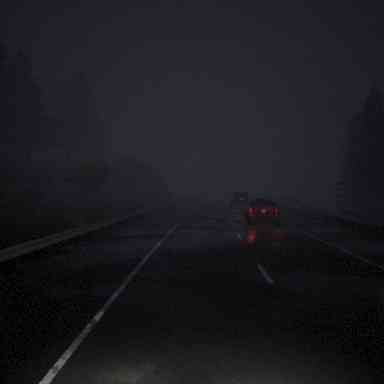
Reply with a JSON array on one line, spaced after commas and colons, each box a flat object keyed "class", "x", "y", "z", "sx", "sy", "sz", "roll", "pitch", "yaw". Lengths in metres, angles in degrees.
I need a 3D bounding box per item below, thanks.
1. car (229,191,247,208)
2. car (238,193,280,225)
[{"class": "car", "x": 5.801, "y": 0.897, "z": 40.480, "sx": 2.150, "sy": 2.045, "sz": 5.566, "roll": 0, "pitch": 1, "yaw": 5}, {"class": "car", "x": 4.532, "y": 1.172, "z": 22.557, "sx": 2.097, "sy": 1.767, "sz": 4.553, "roll": 0, "pitch": 0, "yaw": 3}]
